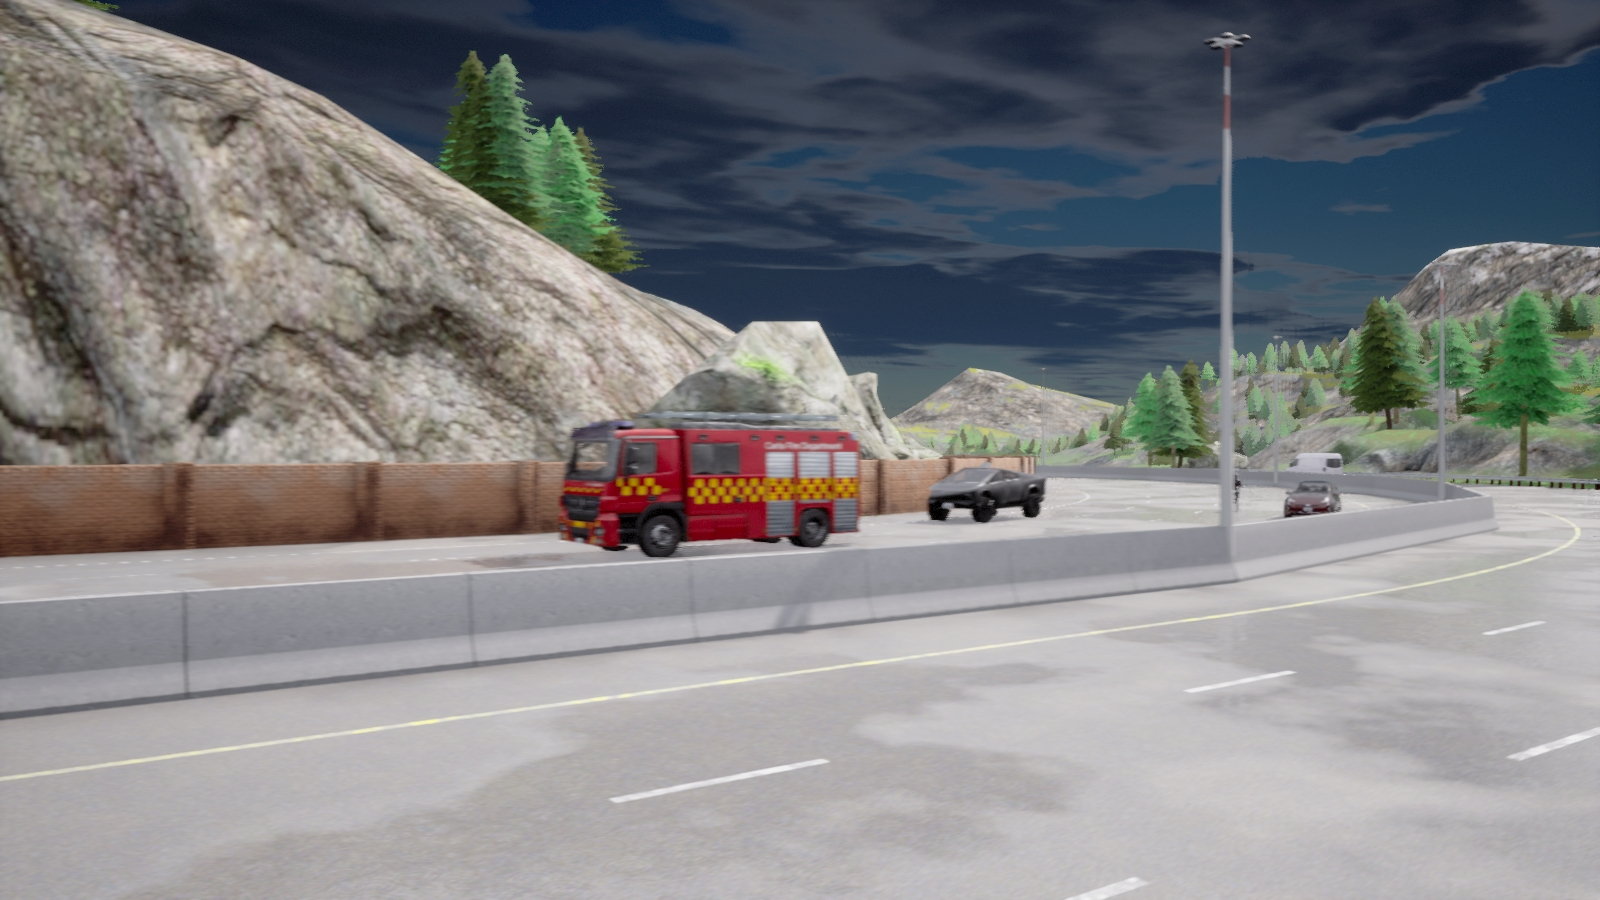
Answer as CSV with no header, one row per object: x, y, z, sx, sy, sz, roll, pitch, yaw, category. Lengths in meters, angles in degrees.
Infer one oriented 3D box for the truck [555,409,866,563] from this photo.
-2.327,0.893,32.096,8.468,3.827,2.891,0,0,-37,truck

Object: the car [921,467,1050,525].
7.559,1.765,45.987,2.390,2.098,6.274,0,0,38,car

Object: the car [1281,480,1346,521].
21.431,2.062,47.597,2.007,1.525,4.514,0,0,30,car
